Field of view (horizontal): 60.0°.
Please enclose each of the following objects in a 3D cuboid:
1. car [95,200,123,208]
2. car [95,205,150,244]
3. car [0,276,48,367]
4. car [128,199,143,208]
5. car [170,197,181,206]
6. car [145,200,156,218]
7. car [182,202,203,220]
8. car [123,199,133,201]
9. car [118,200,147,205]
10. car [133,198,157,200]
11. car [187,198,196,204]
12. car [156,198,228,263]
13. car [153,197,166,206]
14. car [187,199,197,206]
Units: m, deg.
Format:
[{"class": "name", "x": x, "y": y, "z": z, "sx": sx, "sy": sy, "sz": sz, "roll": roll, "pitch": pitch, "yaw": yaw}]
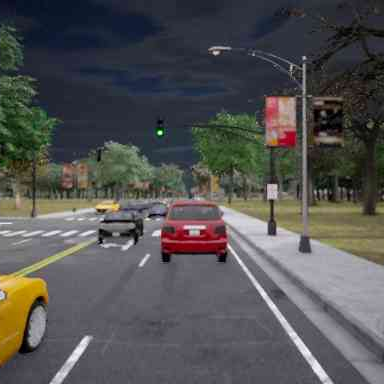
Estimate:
[{"class": "car", "x": -9.872, "y": 1.808, "z": 38.846, "sx": 1.882, "sy": 1.535, "sz": 5.008, "roll": 0, "pitch": 0, "yaw": 0}, {"class": "car", "x": -3.458, "y": 1.632, "z": 16.739, "sx": 2.128, "sy": 1.511, "sz": 4.902, "roll": 0, "pitch": -1, "yaw": -4}, {"class": "car", "x": -3.152, "y": 1.505, "z": 3.185, "sx": 1.882, "sy": 1.535, "sz": 5.008, "roll": 0, "pitch": 0, "yaw": 0}, {"class": "car", "x": -9.824, "y": 2.010, "z": 58.143, "sx": 1.837, "sy": 1.490, "sz": 4.892, "roll": 0, "pitch": -1, "yaw": 0}, {"class": "car", "x": -3.313, "y": 1.957, "z": 68.530, "sx": 2.097, "sy": 1.767, "sz": 4.553, "roll": 0, "pitch": -1, "yaw": 0}, {"class": "car", "x": -3.180, "y": 1.848, "z": 33.509, "sx": 1.994, "sy": 1.385, "sz": 4.181, "roll": 0, "pitch": 0, "yaw": 0}, {"class": "car", "x": 0.069, "y": 1.748, "z": 31.953, "sx": 1.882, "sy": 1.535, "sz": 5.008, "roll": 0, "pitch": -1, "yaw": 0}, {"class": "car", "x": -9.876, "y": 1.918, "z": 48.145, "sx": 1.837, "sy": 1.490, "sz": 4.892, "roll": 0, "pitch": -1, "yaw": 0}, {"class": "car", "x": -6.632, "y": 1.919, "z": 37.401, "sx": 1.895, "sy": 1.301, "sz": 4.718, "roll": 0, "pitch": 0, "yaw": 0}, {"class": "car", "x": -6.631, "y": 1.950, "z": 47.008, "sx": 2.033, "sy": 1.411, "sz": 5.357, "roll": 0, "pitch": -1, "yaw": 0}, {"class": "car", "x": -0.072, "y": 2.147, "z": 79.204, "sx": 2.128, "sy": 1.511, "sz": 4.902, "roll": 0, "pitch": -1, "yaw": 0}, {"class": "car", "x": 0.084, "y": 1.327, "z": 12.585, "sx": 2.150, "sy": 2.045, "sz": 5.566, "roll": 0, "pitch": -1, "yaw": 0}, {"class": "car", "x": -6.562, "y": 1.945, "z": 67.371, "sx": 2.097, "sy": 1.767, "sz": 4.553, "roll": 0, "pitch": -1, "yaw": 0}, {"class": "car", "x": -0.062, "y": 2.145, "z": 68.144, "sx": 2.033, "sy": 1.411, "sz": 5.357, "roll": 0, "pitch": -1, "yaw": 0}]
